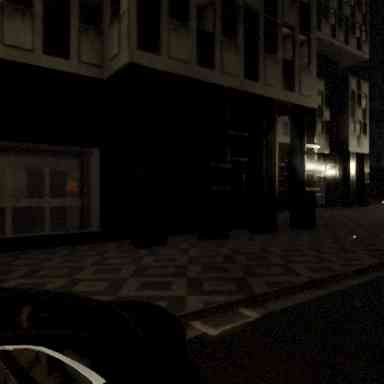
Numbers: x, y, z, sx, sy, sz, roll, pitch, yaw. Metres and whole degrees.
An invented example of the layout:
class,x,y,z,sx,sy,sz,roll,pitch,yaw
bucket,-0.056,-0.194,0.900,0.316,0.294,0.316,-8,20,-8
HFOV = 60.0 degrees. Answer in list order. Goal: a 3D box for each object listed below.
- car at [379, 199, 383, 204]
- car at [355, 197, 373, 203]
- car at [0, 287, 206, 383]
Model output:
class,x,y,z,sx,sy,sz,roll,pitch,yaw
car,33.422,1.329,55.080,2.008,1.369,4.403,0,0,-35
car,30.145,1.399,59.681,1.802,1.307,4.206,0,0,-35
car,-2.175,1.511,1.827,4.892,1.490,1.837,0,0,-36
